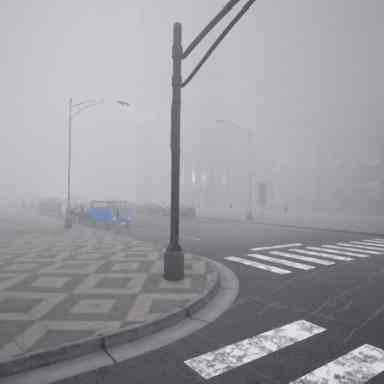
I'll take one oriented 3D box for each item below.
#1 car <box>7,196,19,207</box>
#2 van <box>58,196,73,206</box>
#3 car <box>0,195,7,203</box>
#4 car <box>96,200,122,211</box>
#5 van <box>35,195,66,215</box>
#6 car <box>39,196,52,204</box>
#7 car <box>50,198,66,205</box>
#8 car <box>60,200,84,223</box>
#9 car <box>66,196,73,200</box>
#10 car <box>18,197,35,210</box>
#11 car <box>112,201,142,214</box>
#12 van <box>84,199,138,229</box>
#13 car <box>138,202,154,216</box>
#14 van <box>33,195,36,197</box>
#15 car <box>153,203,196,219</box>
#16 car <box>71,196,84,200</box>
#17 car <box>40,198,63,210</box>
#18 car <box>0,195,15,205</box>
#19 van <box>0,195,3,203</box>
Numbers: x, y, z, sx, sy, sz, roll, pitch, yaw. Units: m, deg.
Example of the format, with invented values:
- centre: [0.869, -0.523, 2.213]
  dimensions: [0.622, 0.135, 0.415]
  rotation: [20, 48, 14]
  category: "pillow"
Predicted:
- centre: [-27.567, 1.693, 52.835]
  dimensions: [2.008, 1.369, 4.403]
  rotation: [1, -1, -35]
  category: "car"
- centre: [-23.773, 1.656, 62.266]
  dimensions: [1.690, 1.788, 3.998]
  rotation: [1, -1, -35]
  category: "van"
- centre: [-43.509, 1.565, 75.395]
  dimensions: [2.192, 1.841, 5.009]
  rotation: [1, -1, -35]
  category: "car"
- centre: [-11.109, 1.755, 44.359]
  dimensions: [1.752, 1.417, 4.829]
  rotation: [1, -1, -35]
  category: "car"
- centre: [-14.810, 1.398, 34.790]
  dimensions: [1.690, 1.788, 3.998]
  rotation: [1, -1, -35]
  category: "van"
- centre: [-33.347, 1.819, 75.798]
  dimensions: [1.967, 1.590, 4.097]
  rotation: [1, -1, -35]
  category: "car"
- centre: [-26.966, 1.887, 66.774]
  dimensions: [2.008, 1.369, 4.403]
  rotation: [1, -1, -35]
  category: "car"
- centre: [-8.434, 1.559, 25.764]
  dimensions: [1.887, 1.381, 4.507]
  rotation: [1, -1, -35]
  category: "car"
- centre: [-20.582, 1.608, 57.755]
  dimensions: [2.192, 1.841, 5.009]
  rotation: [1, -1, -35]
  category: "car"
- centre: [-21.190, 1.681, 43.811]
  dimensions: [1.802, 1.307, 4.206]
  rotation: [1, -1, -35]
  category: "car"
- centre: [-7.820, 1.752, 39.709]
  dimensions: [1.887, 1.381, 4.507]
  rotation: [1, -1, -35]
  category: "car"
- centre: [-5.243, 1.336, 21.255]
  dimensions: [1.690, 1.788, 3.998]
  rotation: [1, -1, -35]
  category: "van"
- centre: [-4.630, 1.731, 35.198]
  dimensions: [1.887, 1.381, 4.507]
  rotation: [1, -1, -35]
  category: "car"
- centre: [-36.536, 1.742, 80.309]
  dimensions: [1.690, 1.788, 3.998]
  rotation: [1, -1, -35]
  category: "van"
- centre: [-1.439, 1.710, 30.687]
  dimensions: [1.887, 1.381, 4.507]
  rotation: [1, -1, -35]
  category: "car"
- centre: [-17.393, 1.816, 53.242]
  dimensions: [1.887, 1.381, 4.507]
  rotation: [1, -1, -35]
  category: "car"
- centre: [-19.701, 1.659, 46.513]
  dimensions: [1.837, 1.490, 4.892]
  rotation: [1, -1, -35]
  category: "car"
- centre: [-37.036, 1.732, 66.231]
  dimensions: [1.752, 1.417, 4.829]
  rotation: [1, -1, -35]
  category: "car"
- centre: [-46.699, 1.614, 79.907]
  dimensions: [1.690, 1.788, 3.998]
  rotation: [1, -1, -35]
  category: "van"
